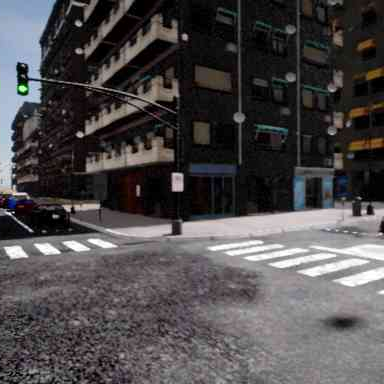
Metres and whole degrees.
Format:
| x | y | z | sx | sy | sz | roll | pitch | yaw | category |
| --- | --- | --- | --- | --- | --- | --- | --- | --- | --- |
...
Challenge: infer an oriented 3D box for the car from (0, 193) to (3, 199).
| x | y | z | sx | sy | sz | roll | pitch | yaw | category |
| --- | --- | --- | --- | --- | --- | --- | --- | --- | --- |
| -41.641 | 0.838 | 71.050 | 1.887 | 1.381 | 4.507 | -1 | 1 | -33 | car |

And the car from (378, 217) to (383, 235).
| x | y | z | sx | sy | sz | roll | pitch | yaw | category |
| --- | --- | --- | --- | --- | --- | --- | --- | --- | --- |
| 9.633 | 1.111 | 13.771 | 4.181 | 1.385 | 1.994 | -2 | 1 | -32 | car |

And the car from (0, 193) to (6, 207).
| x | y | z | sx | sy | sz | roll | pitch | yaw | category |
| --- | --- | --- | --- | --- | --- | --- | --- | --- | --- |
| -23.560 | 1.009 | 43.071 | 1.967 | 1.590 | 4.097 | -1 | 1 | -33 | car |

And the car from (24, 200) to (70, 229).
| x | y | z | sx | sy | sz | roll | pitch | yaw | category |
| --- | --- | --- | --- | --- | --- | --- | --- | --- | --- |
| -8.492 | 1.355 | 19.759 | 1.947 | 1.339 | 4.313 | -1 | 1 | -33 | car |

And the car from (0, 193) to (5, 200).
| x | y | z | sx | sy | sz | roll | pitch | yaw | category |
| --- | --- | --- | --- | --- | --- | --- | --- | --- | --- |
| -38.627 | 0.885 | 66.386 | 1.887 | 1.381 | 4.507 | -1 | 1 | -33 | car |

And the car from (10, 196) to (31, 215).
| x | y | z | sx | sy | sz | roll | pitch | yaw | category |
| --- | --- | --- | --- | --- | --- | --- | --- | --- | --- |
| -14.518 | 1.284 | 29.085 | 1.802 | 1.307 | 4.206 | -1 | 1 | -33 | car |

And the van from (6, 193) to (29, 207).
| x | y | z | sx | sy | sz | roll | pitch | yaw | category |
| --- | --- | --- | --- | --- | --- | --- | --- | --- | --- |
| -17.533 | 0.999 | 33.745 | 1.690 | 1.788 | 3.998 | -1 | 1 | -33 | van |
